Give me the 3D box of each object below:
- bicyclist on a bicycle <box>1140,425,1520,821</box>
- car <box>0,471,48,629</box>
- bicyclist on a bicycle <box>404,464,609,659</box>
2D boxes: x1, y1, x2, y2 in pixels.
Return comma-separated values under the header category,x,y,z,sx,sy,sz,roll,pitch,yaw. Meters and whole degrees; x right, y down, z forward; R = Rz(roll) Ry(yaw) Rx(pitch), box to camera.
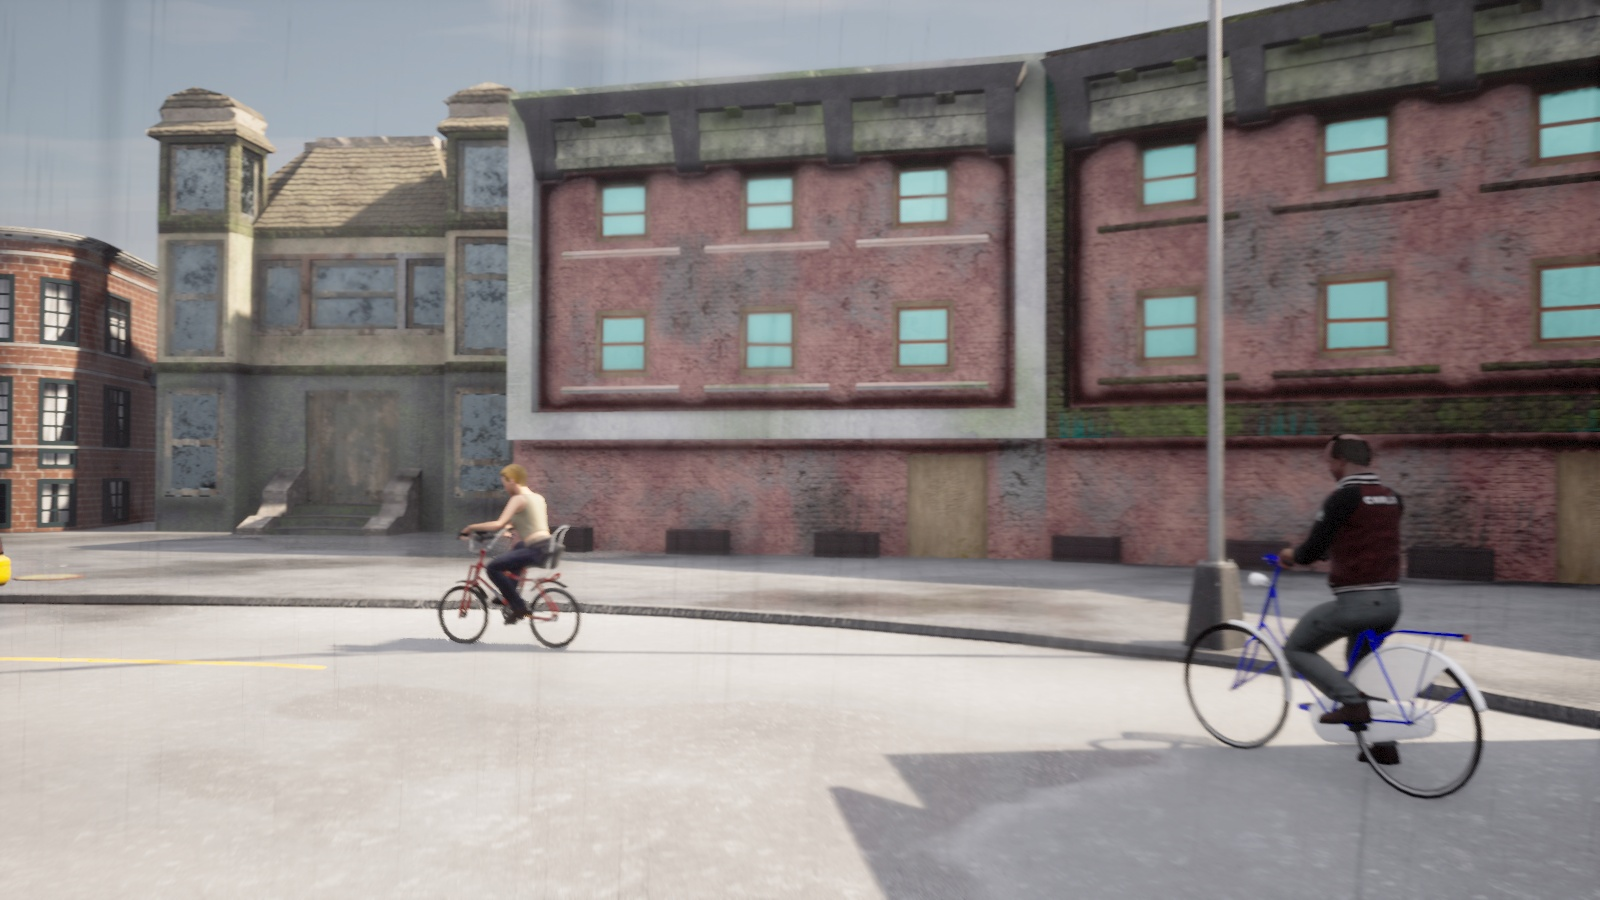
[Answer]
category,x,y,z,sx,sy,sz,roll,pitch,yaw
bicyclist on a bicycle,2.686,0.783,6.605,0.659,1.776,1.843,0,0,-27
car,-10.676,1.014,12.538,5.366,1.575,1.801,0,-1,4
bicyclist on a bicycle,-2.590,0.951,11.119,1.509,1.612,0.866,-2,-1,22
